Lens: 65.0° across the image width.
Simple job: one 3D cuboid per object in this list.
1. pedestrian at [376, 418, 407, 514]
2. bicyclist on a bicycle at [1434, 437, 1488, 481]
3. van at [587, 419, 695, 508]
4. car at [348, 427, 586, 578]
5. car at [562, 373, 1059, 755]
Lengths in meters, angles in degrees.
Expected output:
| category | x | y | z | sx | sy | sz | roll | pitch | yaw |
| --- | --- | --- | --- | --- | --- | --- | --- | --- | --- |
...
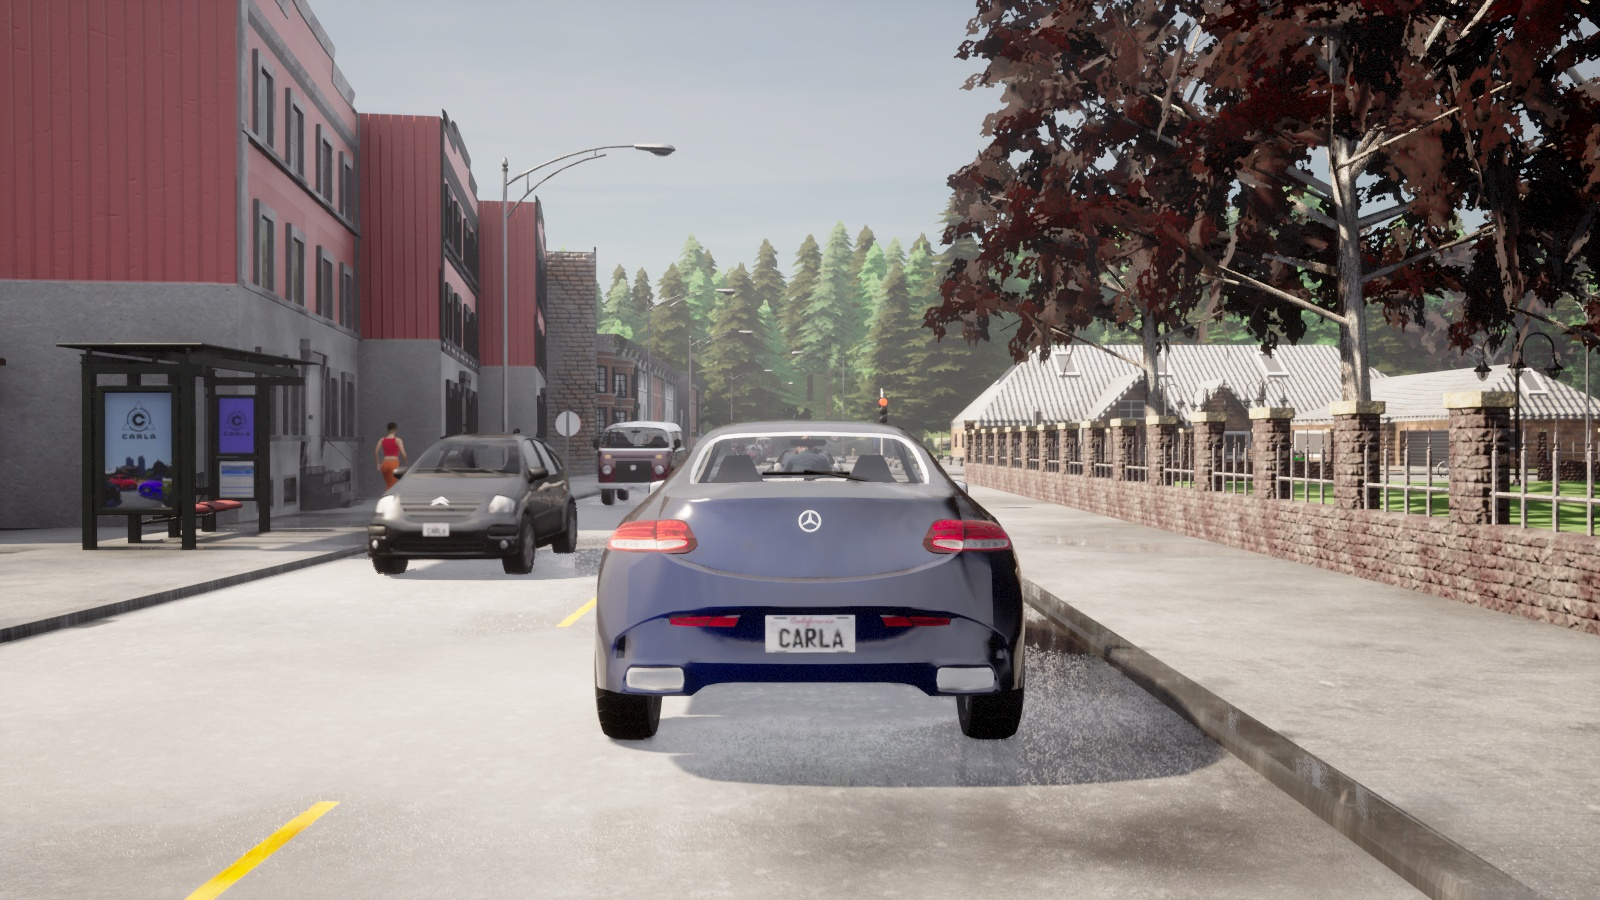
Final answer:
| category | x | y | z | sx | sy | sz | roll | pitch | yaw |
| --- | --- | --- | --- | --- | --- | --- | --- | --- | --- |
| pedestrian | -7.910 | 0.312 | 24.315 | 0.345 | 1.836 | 0.594 | 0 | 0 | 8 |
| bicyclist on a bicycle | 26.735 | 0.351 | 50.825 | 1.843 | 1.776 | 0.659 | 0 | 0 | -1 |
| van | -3.838 | 0.292 | 31.016 | 2.069 | 2.038 | 4.480 | 0 | 0 | 0 |
| car | -3.912 | 0.554 | 15.453 | 1.851 | 1.617 | 3.988 | 0 | 0 | 0 |
| car | 0.053 | 0.480 | 7.945 | 2.152 | 1.651 | 5.027 | 0 | 0 | 0 |
